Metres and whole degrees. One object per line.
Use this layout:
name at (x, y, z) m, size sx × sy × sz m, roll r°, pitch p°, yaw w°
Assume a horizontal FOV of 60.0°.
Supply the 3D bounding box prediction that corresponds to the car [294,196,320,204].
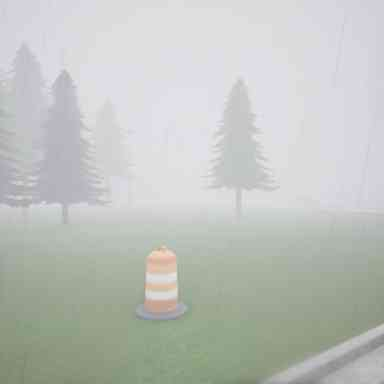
car at (21.182, 1.557, 61.524) m, size 1.837 × 1.490 × 4.892 m, roll 0°, pitch 0°, yaw -35°
